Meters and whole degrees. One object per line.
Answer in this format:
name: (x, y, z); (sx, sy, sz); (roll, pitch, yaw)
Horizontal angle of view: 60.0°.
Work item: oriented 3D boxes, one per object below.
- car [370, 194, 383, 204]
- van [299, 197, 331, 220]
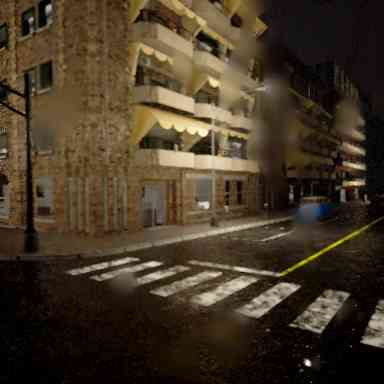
car: (32.438, 1.475, 58.379); (1.802, 1.307, 4.206); (-1, -1, 35)
van: (9.930, 1.298, 26.796); (1.690, 1.788, 3.998); (-1, -1, 35)
